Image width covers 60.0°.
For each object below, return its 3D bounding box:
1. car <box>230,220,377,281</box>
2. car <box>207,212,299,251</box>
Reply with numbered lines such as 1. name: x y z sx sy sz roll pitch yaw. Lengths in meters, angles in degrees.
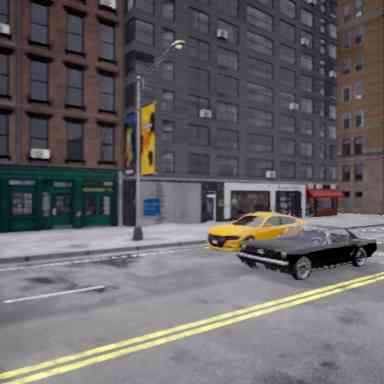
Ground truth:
1. car: 3.656 1.705 10.285 4.718 1.301 1.895 1 0 -36
2. car: 2.879 1.598 13.724 5.008 1.535 1.882 1 0 -36
